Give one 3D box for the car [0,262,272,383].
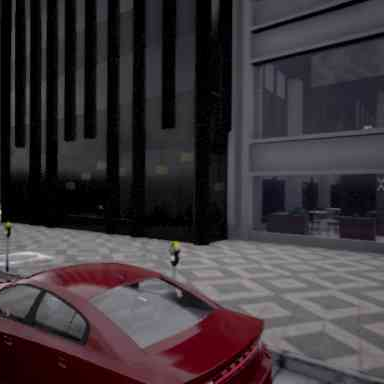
[{"bbox_3d":[-1.349,1.528,3.922,4.507,1.381,1.887,0,0,36],"label":"car"}]
